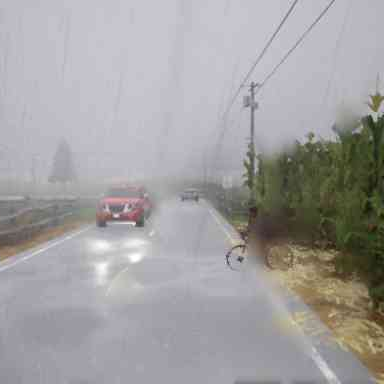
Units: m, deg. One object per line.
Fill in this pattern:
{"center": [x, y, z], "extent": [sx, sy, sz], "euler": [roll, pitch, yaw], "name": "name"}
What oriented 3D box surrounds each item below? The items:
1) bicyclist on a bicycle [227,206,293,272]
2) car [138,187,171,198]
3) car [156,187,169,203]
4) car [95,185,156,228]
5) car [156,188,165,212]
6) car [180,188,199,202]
{"center": [1.668, 1.175, 8.156], "extent": [1.656, 1.620, 0.582], "euler": [0, 2, -1], "name": "bicyclist on a bicycle"}
{"center": [-5.269, 0.035, 46.436], "extent": [4.181, 1.385, 1.994], "euler": [1, 2, 27], "name": "car"}
{"center": [-3.528, 0.397, 34.253], "extent": [1.812, 1.442, 4.674], "euler": [0, 2, 0], "name": "car"}
{"center": [-3.443, 0.641, 17.724], "extent": [2.150, 2.045, 5.566], "euler": [0, 2, -1], "name": "car"}
{"center": [-3.414, 0.701, 24.697], "extent": [2.128, 1.511, 4.902], "euler": [0, 2, -1], "name": "car"}
{"center": [-0.258, 0.287, 36.362], "extent": [2.128, 1.511, 4.902], "euler": [0, 2, -1], "name": "car"}
